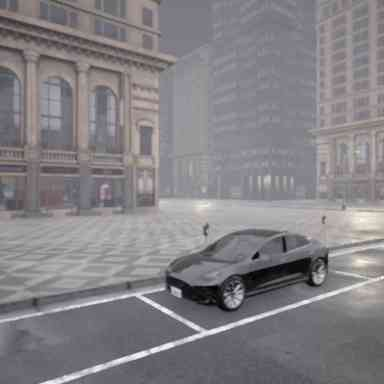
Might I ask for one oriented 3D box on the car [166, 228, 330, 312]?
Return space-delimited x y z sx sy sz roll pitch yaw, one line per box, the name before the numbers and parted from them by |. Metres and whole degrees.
car | 1.458 1.570 7.732 4.313 1.339 1.947 0 0 -36
